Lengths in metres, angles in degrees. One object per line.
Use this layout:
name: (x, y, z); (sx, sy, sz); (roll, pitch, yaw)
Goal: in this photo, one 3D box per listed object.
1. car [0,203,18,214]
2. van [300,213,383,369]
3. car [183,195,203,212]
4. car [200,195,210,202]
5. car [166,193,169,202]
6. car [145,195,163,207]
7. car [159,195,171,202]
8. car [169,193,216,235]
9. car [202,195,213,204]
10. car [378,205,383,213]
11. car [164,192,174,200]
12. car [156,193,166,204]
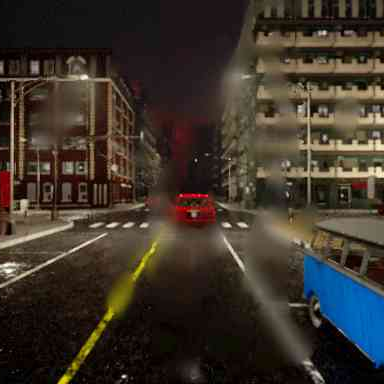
car: (-20.679, 1.604, 34.996); (4.313, 1.339, 1.947); (0, -1, 0)
van: (2.709, 1.327, 4.207); (1.690, 1.788, 3.998); (1, 0, 0)
car: (0.104, 1.227, 38.269); (2.097, 1.767, 4.553); (0, 0, 0)
car: (2.710, 1.341, 70.475); (1.947, 1.339, 4.313); (1, 0, 0)
car: (-5.666, 1.126, 59.045); (2.192, 1.841, 5.009); (1, 0, 0)
car: (-5.672, 1.428, 47.677); (1.802, 1.307, 4.206); (1, 0, 0)
car: (-5.670, 1.327, 70.415); (2.008, 1.369, 4.403); (1, 0, 0)
car: (0.103, 1.161, 18.378); (2.150, 2.045, 5.566); (0, 0, 0)
car: (2.710, 1.335, 59.276); (1.752, 1.417, 4.829); (1, 0, 0)
car: (17.185, 1.315, 26.341); (4.507, 1.381, 1.887); (0, -1, 0)
car: (-5.664, 1.057, 81.784); (2.192, 1.841, 5.009); (1, 0, 0)
car: (-5.670, 1.354, 53.191); (1.752, 1.417, 4.829); (1, 0, 0)
